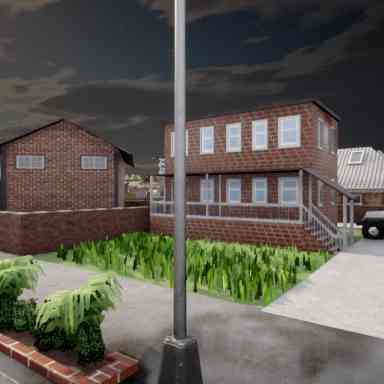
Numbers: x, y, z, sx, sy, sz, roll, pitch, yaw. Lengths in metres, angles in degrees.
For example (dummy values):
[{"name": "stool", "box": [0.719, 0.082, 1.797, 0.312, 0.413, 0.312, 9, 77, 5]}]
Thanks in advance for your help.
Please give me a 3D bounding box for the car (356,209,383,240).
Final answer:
[{"name": "car", "box": [8.470, 0.973, 12.606, 3.866, 1.878, 1.905, 0, 0, 36]}]
